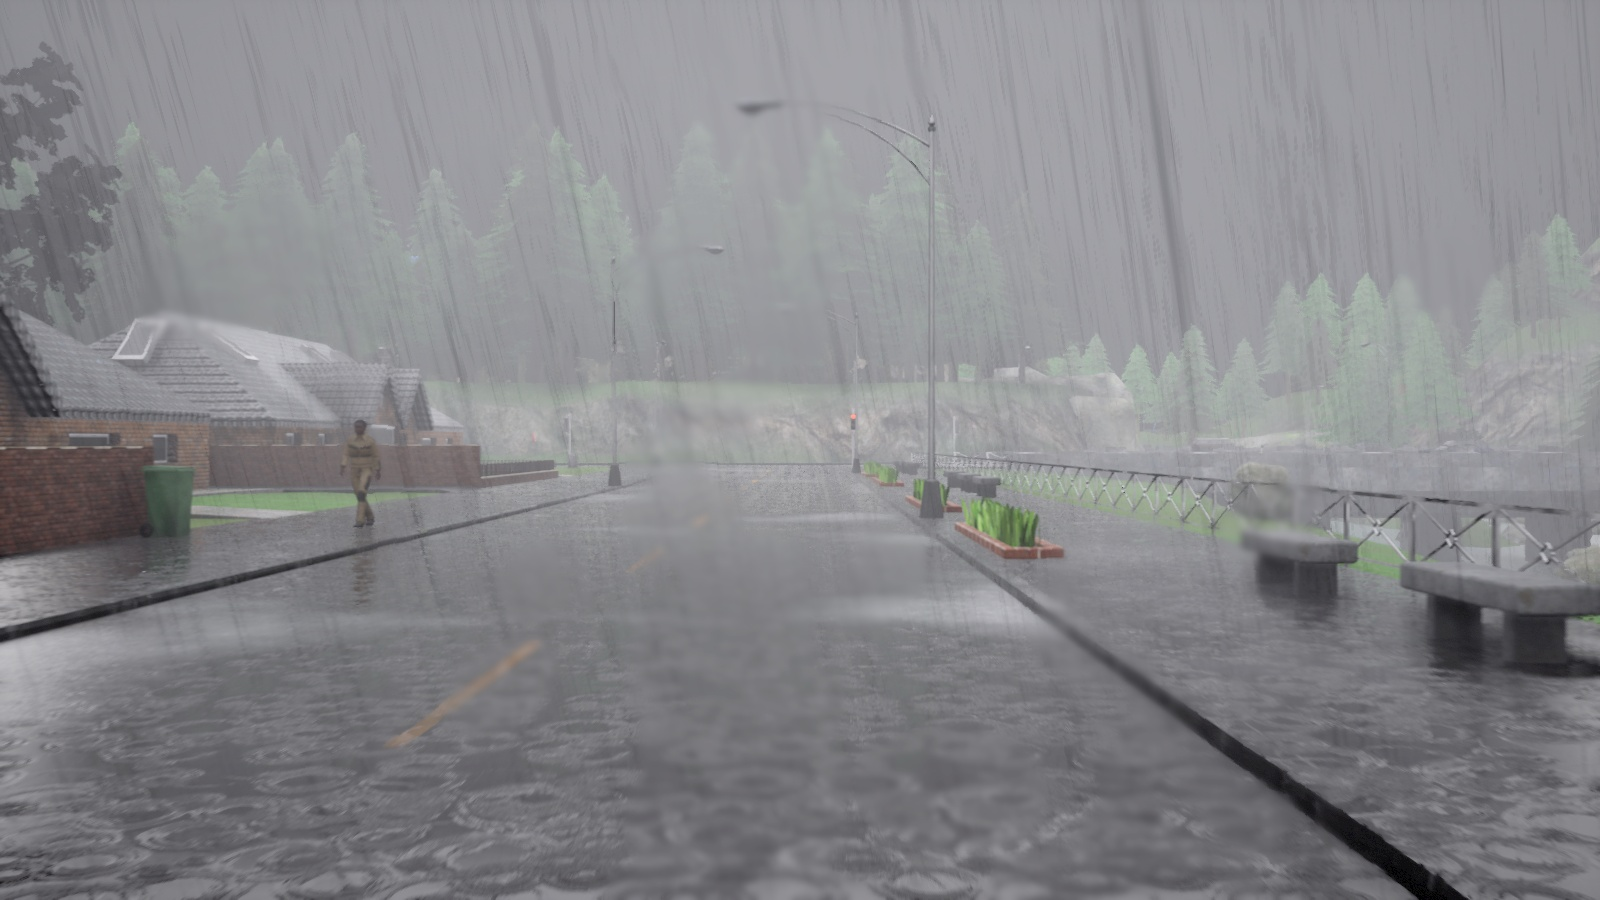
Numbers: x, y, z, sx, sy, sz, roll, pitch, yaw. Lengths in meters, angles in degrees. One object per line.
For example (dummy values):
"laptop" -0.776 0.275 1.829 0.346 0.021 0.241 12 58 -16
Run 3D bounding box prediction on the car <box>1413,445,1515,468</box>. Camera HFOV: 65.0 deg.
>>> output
"car" 41.913 0.381 79.305 5.357 1.411 2.033 0 0 0

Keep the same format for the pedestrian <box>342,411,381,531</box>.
"pedestrian" -7.182 0.335 20.579 0.396 1.930 0.692 0 0 1

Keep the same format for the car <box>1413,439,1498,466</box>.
"car" 43.423 0.170 83.295 4.553 1.767 2.097 0 0 0
